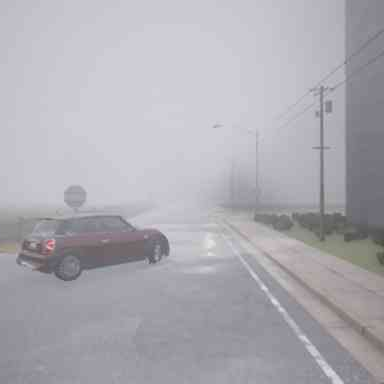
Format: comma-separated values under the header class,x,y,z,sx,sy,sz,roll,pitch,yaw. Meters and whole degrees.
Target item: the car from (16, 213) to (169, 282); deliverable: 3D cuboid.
class,x,y,z,sx,sy,sz,roll,pitch,yaw
car,-2.847,1.453,10.490,2.097,1.767,4.553,-1,-1,42
